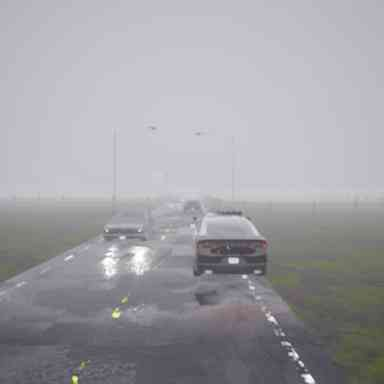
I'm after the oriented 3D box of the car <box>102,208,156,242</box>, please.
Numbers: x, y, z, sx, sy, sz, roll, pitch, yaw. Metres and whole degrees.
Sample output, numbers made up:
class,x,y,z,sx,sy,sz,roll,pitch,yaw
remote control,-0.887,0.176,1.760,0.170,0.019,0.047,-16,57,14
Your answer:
class,x,y,z,sx,sy,sz,roll,pitch,yaw
car,-2.836,1.476,16.247,2.033,1.411,5.357,0,0,0

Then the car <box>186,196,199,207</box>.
class,x,y,z,sx,sy,sz,roll,pitch,yaw
car,0.064,1.303,48.685,1.812,1.442,4.674,0,0,1

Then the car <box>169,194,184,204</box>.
class,x,y,z,sx,sy,sz,roll,pitch,yaw
car,-2.783,1.286,56.616,2.033,1.411,5.357,0,0,0

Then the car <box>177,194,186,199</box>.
class,x,y,z,sx,sy,sz,roll,pitch,yaw
car,-2.685,1.160,85.113,1.994,1.385,4.181,0,0,0

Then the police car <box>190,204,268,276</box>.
class,x,y,z,sx,sy,sz,roll,pitch,yaw
police car,0.970,1.380,10.305,1.930,1.638,5.238,0,0,0

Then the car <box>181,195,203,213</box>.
class,x,y,z,sx,sy,sz,roll,pitch,yaw
car,0.083,1.346,35.327,1.837,1.490,4.892,0,1,1
